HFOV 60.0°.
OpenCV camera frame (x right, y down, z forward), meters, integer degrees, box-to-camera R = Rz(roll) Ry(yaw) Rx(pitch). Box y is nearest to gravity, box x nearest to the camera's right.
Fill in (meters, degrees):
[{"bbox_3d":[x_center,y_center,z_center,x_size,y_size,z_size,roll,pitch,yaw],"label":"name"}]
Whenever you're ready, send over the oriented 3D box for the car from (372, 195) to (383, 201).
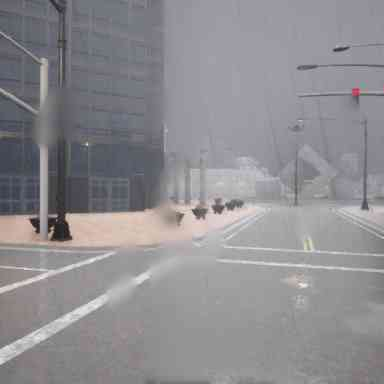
[{"bbox_3d":[45.753,1.434,79.214,2.128,1.511,4.902,0,0,-29],"label":"car"}]
